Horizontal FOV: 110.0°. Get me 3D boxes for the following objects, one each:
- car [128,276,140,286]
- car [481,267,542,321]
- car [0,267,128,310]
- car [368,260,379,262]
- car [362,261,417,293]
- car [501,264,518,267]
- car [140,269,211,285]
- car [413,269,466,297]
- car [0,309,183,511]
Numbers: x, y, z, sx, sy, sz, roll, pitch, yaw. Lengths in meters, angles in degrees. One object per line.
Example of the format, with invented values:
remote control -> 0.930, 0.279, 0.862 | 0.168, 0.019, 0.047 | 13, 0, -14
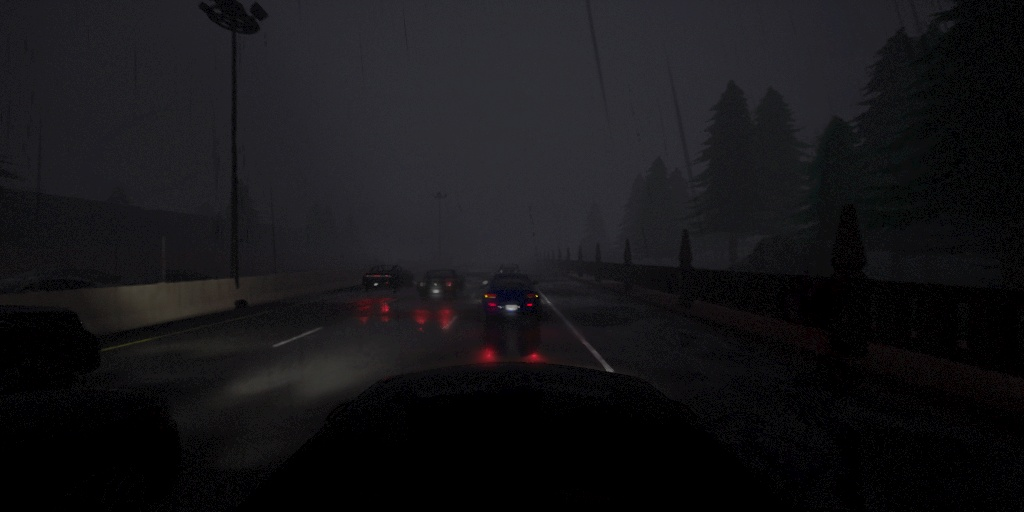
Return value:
car -> -14.185, 1.319, 10.404 | 1.812, 1.442, 4.674 | 0, 0, -1
car -> -0.037, 1.279, 12.336 | 1.812, 1.442, 4.674 | 0, 0, -1
car -> -6.960, 0.992, 2.669 | 2.150, 2.045, 5.566 | 0, 0, 0
car -> -21.668, 1.375, 56.379 | 2.033, 1.411, 5.357 | 0, 0, 0
car -> -7.113, 1.268, 21.107 | 2.128, 1.511, 4.902 | 0, 0, -1
car -> -0.252, 1.360, 32.793 | 1.895, 1.301, 4.718 | 0, 0, -1
car -> -17.778, 1.370, 18.462 | 1.994, 1.385, 4.181 | 0, 0, -1
car -> -3.587, 1.366, 19.056 | 1.895, 1.301, 4.718 | 0, 0, -1
car -> -3.516, 1.251, 0.773 | 2.128, 1.511, 4.902 | 0, 0, 1
